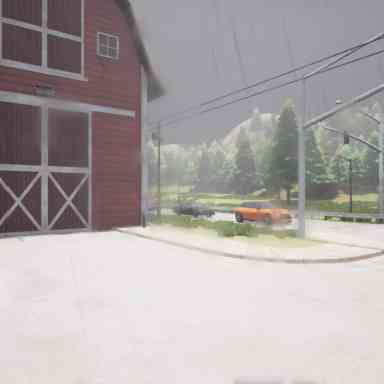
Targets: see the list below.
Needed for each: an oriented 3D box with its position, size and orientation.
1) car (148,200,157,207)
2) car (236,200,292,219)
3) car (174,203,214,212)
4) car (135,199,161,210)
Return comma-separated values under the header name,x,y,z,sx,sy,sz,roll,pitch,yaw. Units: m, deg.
name,x,y,z,sx,sy,sz,roll,pitch,yaw
car,-5.559,1.841,41.674,1.994,1.385,4.181,0,0,-35
car,5.438,1.526,25.599,2.097,1.767,4.553,0,0,-34
car,0.060,1.771,33.457,2.033,1.411,5.357,0,0,-34
car,-6.605,1.849,49.579,1.812,1.442,4.674,0,0,-34
